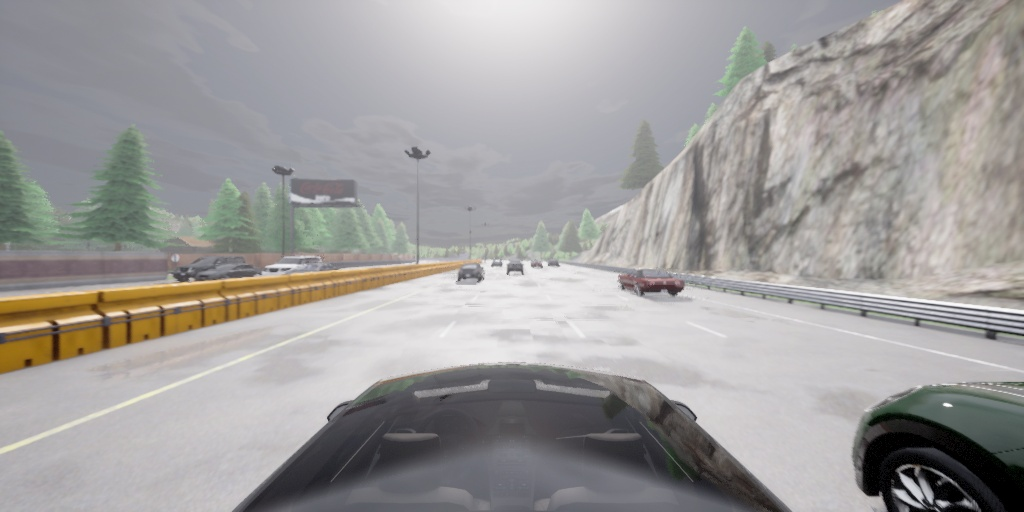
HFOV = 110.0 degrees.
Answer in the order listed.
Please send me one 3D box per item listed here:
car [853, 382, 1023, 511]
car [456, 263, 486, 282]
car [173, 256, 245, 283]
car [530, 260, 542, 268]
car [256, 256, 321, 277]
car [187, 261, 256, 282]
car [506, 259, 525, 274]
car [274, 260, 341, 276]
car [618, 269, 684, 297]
[{"bbox_3d":[3.693,1.096,0.853,2.097,1.767,4.553,0,0,0],"label":"car"},{"bbox_3d":[-3.261,1.283,29.057,1.812,1.442,4.674,0,0,1],"label":"car"},{"bbox_3d":[-24.362,1.002,29.343,2.150,2.045,5.566,0,0,1],"label":"car"},{"bbox_3d":[4.217,1.346,62.871,1.895,1.301,4.718,0,0,1],"label":"car"},{"bbox_3d":[-17.371,1.005,28.877,2.150,2.045,5.566,0,0,1],"label":"car"},{"bbox_3d":[-20.916,1.297,26.771,1.837,1.490,4.892,0,-1,1],"label":"car"},{"bbox_3d":[0.380,1.254,40.392,1.837,1.490,4.892,0,-1,1],"label":"car"},{"bbox_3d":[-13.945,1.269,25.350,2.128,1.511,4.902,0,0,1],"label":"car"},{"bbox_3d":[7.110,1.339,18.950,1.895,1.301,4.718,0,0,0],"label":"car"}]
